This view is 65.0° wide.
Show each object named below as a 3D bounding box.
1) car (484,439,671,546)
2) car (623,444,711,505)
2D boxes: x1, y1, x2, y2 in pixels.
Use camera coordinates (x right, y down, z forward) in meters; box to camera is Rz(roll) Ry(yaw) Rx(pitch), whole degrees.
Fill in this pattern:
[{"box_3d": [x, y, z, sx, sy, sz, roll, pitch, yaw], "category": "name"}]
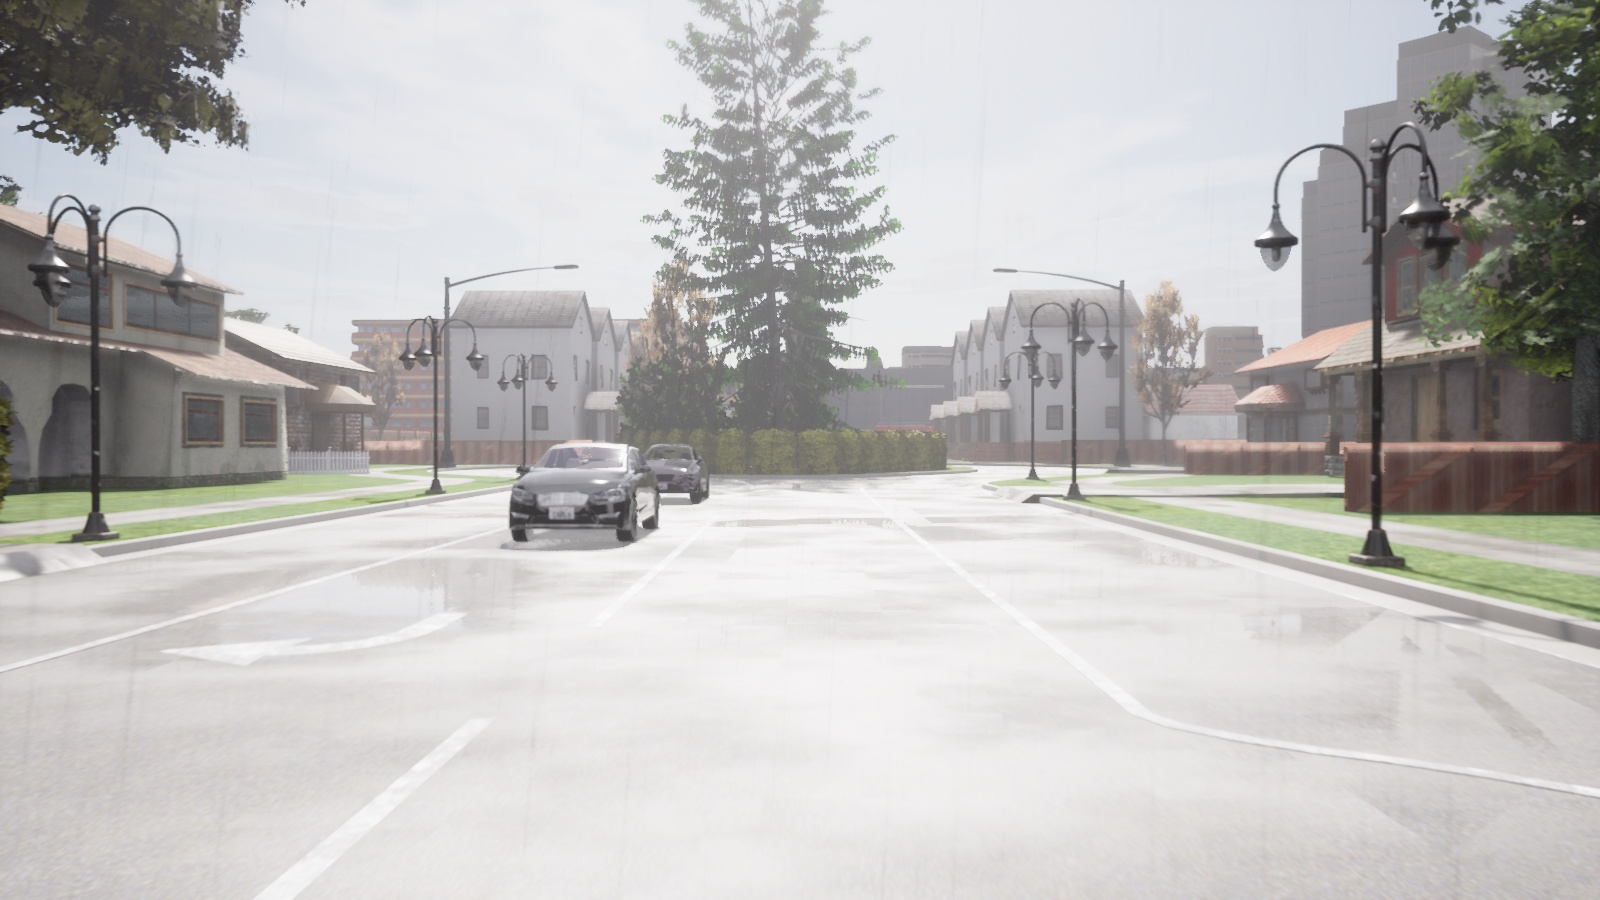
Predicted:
[{"box_3d": [-3.396, 0.586, 20.232, 2.128, 1.511, 4.902, 0, 0, 0], "category": "car"}, {"box_3d": [-3.343, 0.575, 32.294, 1.816, 1.474, 4.193, 0, 0, 0], "category": "car"}]
